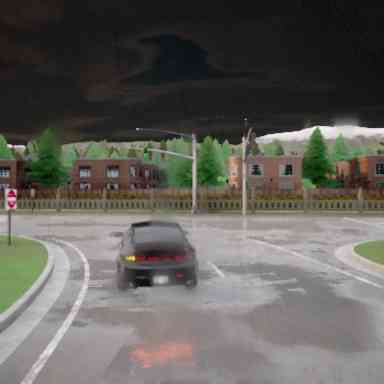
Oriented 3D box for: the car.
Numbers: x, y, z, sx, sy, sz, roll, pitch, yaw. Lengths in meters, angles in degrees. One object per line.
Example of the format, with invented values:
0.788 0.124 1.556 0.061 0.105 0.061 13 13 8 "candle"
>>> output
-1.058 1.553 9.227 1.837 1.490 4.892 0 0 -10 "car"
